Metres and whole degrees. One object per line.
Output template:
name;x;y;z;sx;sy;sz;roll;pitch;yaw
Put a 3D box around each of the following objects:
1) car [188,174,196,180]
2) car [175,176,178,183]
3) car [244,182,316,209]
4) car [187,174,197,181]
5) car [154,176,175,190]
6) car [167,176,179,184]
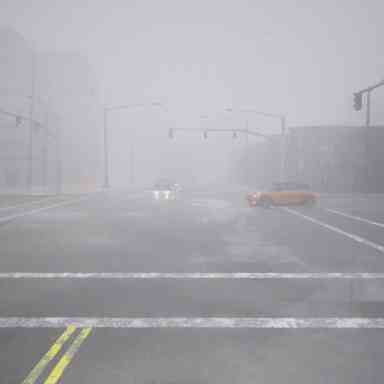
car;0.022;-3.701;80.733;2.033;1.411;5.357;0;4;0
car;-3.580;-1.694;51.338;1.837;1.490;4.892;0;4;0
car;5.825;0.122;22.190;4.553;1.767;2.097;-1;4;-11
car;0.020;-2.975;70.906;1.994;1.385;4.181;0;4;0
car;-3.587;-0.965;41.432;1.994;1.385;4.181;0;4;0
car;-3.549;-2.281;61.457;1.895;1.301;4.718;0;4;0
